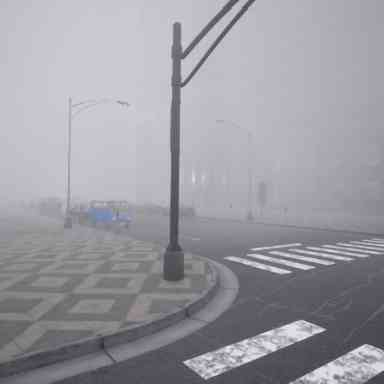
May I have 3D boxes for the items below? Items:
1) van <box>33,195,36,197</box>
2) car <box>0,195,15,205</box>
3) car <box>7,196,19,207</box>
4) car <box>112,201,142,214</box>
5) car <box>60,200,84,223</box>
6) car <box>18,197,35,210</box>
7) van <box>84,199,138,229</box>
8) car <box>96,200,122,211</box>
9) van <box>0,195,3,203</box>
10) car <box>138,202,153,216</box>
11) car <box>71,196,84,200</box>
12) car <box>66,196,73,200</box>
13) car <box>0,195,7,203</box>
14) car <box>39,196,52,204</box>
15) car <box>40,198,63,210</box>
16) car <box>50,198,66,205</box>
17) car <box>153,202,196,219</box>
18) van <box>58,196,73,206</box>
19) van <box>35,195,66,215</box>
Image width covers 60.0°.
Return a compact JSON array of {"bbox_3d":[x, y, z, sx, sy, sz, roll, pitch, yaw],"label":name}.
[{"bbox_3d":[-36.542,1.741,80.304,1.690,1.788,3.998,1,-1,-35],"label":"van"},{"bbox_3d":[-37.042,1.731,66.227,1.752,1.417,4.829,1,-1,-35],"label":"car"},{"bbox_3d":[-27.574,1.692,52.830,2.008,1.369,4.403,1,-1,-35],"label":"car"},{"bbox_3d":[-7.828,1.752,39.703,1.887,1.381,4.507,1,-1,-35],"label":"car"},{"bbox_3d":[-8.441,1.559,25.759,1.887,1.381,4.507,1,-1,-35],"label":"car"},{"bbox_3d":[-21.197,1.681,43.806,1.802,1.307,4.206,1,-1,-35],"label":"car"},{"bbox_3d":[-5.251,1.335,21.249,1.690,1.788,3.998,1,-1,-35],"label":"van"},{"bbox_3d":[-11.116,1.754,44.353,1.752,1.417,4.829,1,-1,-35],"label":"car"},{"bbox_3d":[-46.704,1.613,79.903,1.690,1.788,3.998,1,-1,-35],"label":"van"},{"bbox_3d":[-4.637,1.730,35.192,1.887,1.381,4.507,1,-1,-35],"label":"car"},{"bbox_3d":[-17.400,1.816,53.236,1.887,1.381,4.507,1,-1,-35],"label":"car"},{"bbox_3d":[-20.588,1.607,57.750,2.192,1.841,5.009,1,-1,-35],"label":"car"},{"bbox_3d":[-43.515,1.564,75.391,2.192,1.841,5.009,1,-1,-35],"label":"car"},{"bbox_3d":[-33.353,1.818,75.793,1.967,1.590,4.097,1,-1,-35],"label":"car"},{"bbox_3d":[-19.707,1.658,46.508,1.837,1.490,4.892,1,-1,-35],"label":"car"},{"bbox_3d":[-26.972,1.886,66.769,2.008,1.369,4.403,1,-1,-35],"label":"car"},{"bbox_3d":[-1.446,1.710,30.681,1.887,1.381,4.507,1,-1,-35],"label":"car"},{"bbox_3d":[-23.779,1.655,62.261,1.690,1.788,3.998,1,-1,-35],"label":"van"},{"bbox_3d":[-14.817,1.397,34.784,1.690,1.788,3.998,1,-1,-35],"label":"van"}]
